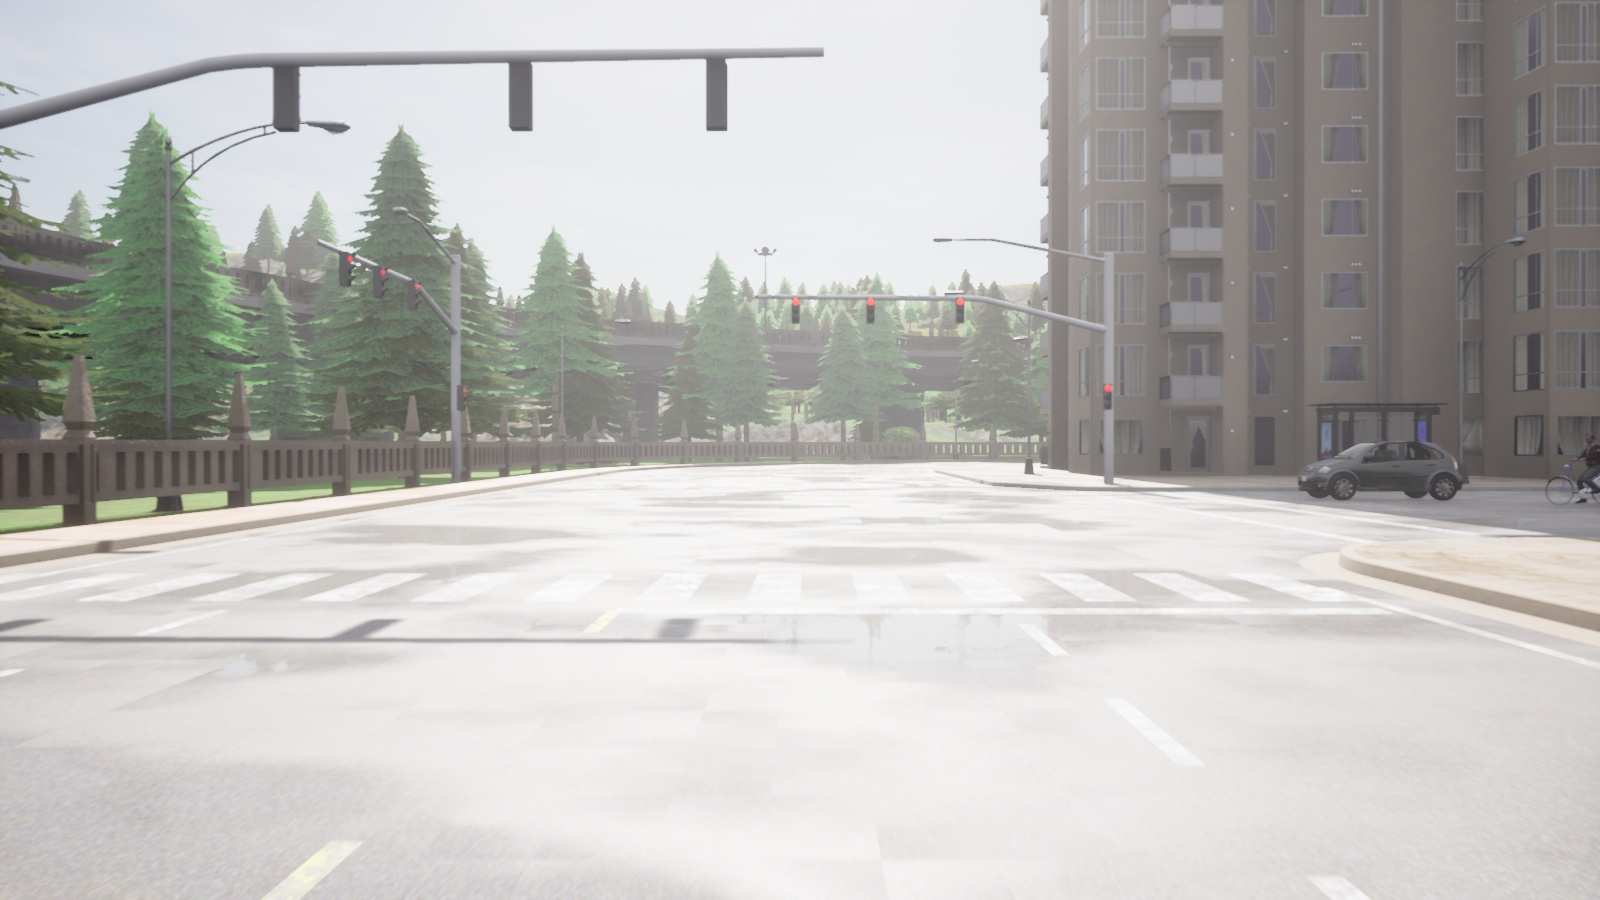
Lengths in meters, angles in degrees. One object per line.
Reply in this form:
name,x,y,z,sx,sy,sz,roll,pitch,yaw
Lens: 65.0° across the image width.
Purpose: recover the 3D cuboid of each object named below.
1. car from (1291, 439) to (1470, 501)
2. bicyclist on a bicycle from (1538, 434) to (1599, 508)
car,15.690,0.521,34.069,3.988,1.617,1.851,0,0,0
bicyclist on a bicycle,19.108,0.516,30.614,1.843,1.776,0.659,0,0,-1
